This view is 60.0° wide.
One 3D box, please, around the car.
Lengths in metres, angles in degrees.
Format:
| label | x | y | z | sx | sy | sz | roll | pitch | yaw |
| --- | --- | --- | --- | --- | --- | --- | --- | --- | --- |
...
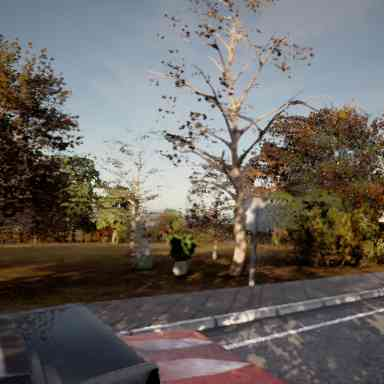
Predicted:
| label | x | y | z | sx | sy | sz | roll | pitch | yaw |
| --- | --- | --- | --- | --- | --- | --- | --- | --- | --- |
| car | -2.627 | 1.521 | 1.795 | 4.718 | 1.301 | 1.895 | -2 | 1 | -35 |
